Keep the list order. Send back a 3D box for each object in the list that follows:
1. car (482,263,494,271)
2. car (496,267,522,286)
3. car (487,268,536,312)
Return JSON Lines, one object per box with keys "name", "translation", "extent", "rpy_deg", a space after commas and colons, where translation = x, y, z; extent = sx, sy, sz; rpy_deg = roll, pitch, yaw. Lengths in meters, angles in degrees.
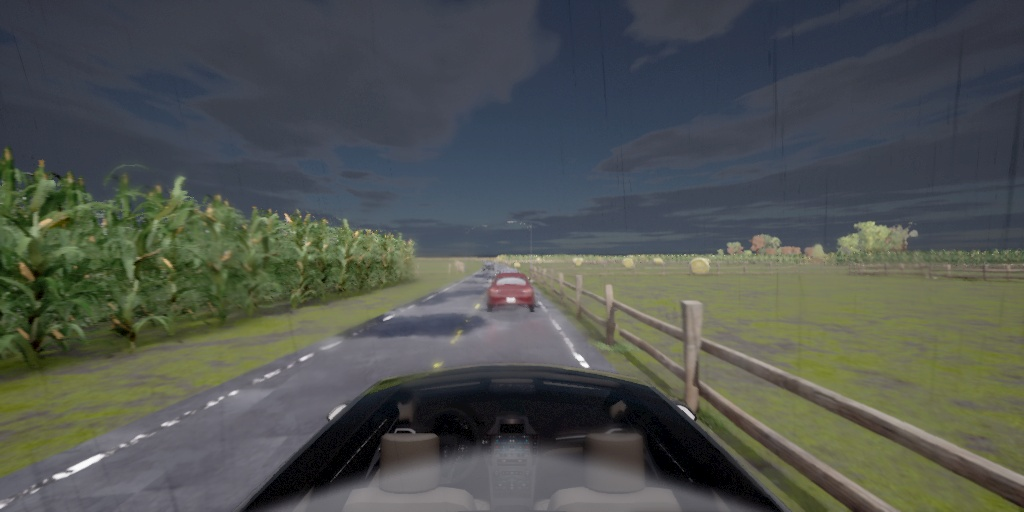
{"name": "car", "translation": [-3.941, 1.830, 59.525], "extent": [1.994, 1.385, 4.181], "rpy_deg": [0, 0, -2]}
{"name": "car", "translation": [-0.238, 1.600, 28.624], "extent": [1.895, 1.301, 4.718], "rpy_deg": [0, 0, -1]}
{"name": "car", "translation": [-0.030, 1.400, 14.895], "extent": [1.812, 1.442, 4.674], "rpy_deg": [0, 0, 0]}
